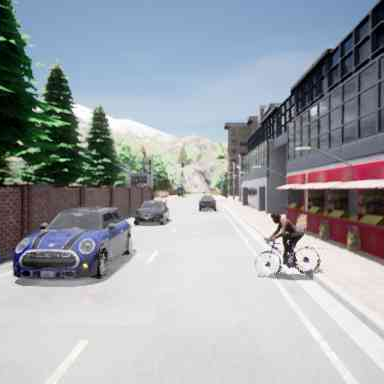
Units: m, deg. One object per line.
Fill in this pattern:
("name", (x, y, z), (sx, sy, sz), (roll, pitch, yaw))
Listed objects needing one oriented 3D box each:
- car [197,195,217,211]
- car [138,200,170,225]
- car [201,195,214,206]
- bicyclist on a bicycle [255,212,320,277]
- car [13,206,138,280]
("car", (1.688, 1.249, 36.237), (1.837, 1.490, 4.892), (0, 0, 2))
("car", (-2.627, 1.342, 22.565), (1.837, 1.490, 4.892), (0, 0, 3))
("car", (2.241, 1.161, 48.388), (1.837, 1.490, 4.892), (0, 0, 3))
("bicyclist on a bicycle", (2.362, 1.321, 8.420), (1.656, 1.620, 0.582), (-7, 0, 3))
("car", (-3.214, 1.278, 9.865), (2.097, 1.767, 4.553), (0, 0, 3))
